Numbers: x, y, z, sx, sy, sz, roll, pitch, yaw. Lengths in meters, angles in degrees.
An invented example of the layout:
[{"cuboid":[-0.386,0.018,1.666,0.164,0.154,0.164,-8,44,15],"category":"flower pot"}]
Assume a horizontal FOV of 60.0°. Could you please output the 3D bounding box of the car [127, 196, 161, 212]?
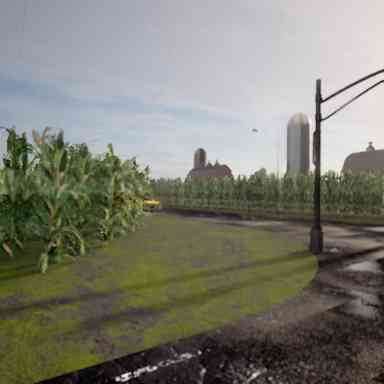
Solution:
[{"cuboid":[-5.060,1.158,34.159,1.882,1.535,5.008,1,0,-38],"category":"car"}]
